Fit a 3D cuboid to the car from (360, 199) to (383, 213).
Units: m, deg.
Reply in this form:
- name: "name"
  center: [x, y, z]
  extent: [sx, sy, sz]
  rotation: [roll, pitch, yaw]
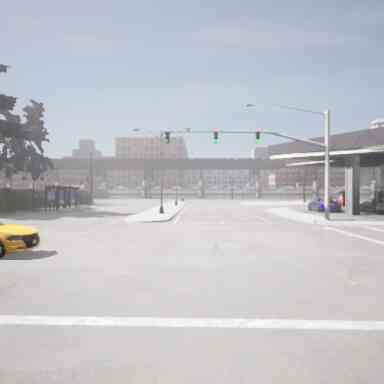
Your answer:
- name: "car"
  center: [19.656, 1.445, 35.713]
  extent: [1.970, 1.475, 3.806]
  rotation: [0, 0, 1]

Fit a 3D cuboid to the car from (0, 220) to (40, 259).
- name: "car"
  center: [-8.038, 1.477, 11.832]
  extent: [5.008, 1.535, 1.882]
  rotation: [0, 0, 2]

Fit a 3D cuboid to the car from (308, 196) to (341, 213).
- name: "car"
  center: [13.897, 1.284, 35.063]
  extent: [2.242, 1.667, 4.611]
  rotation: [0, 0, 1]
